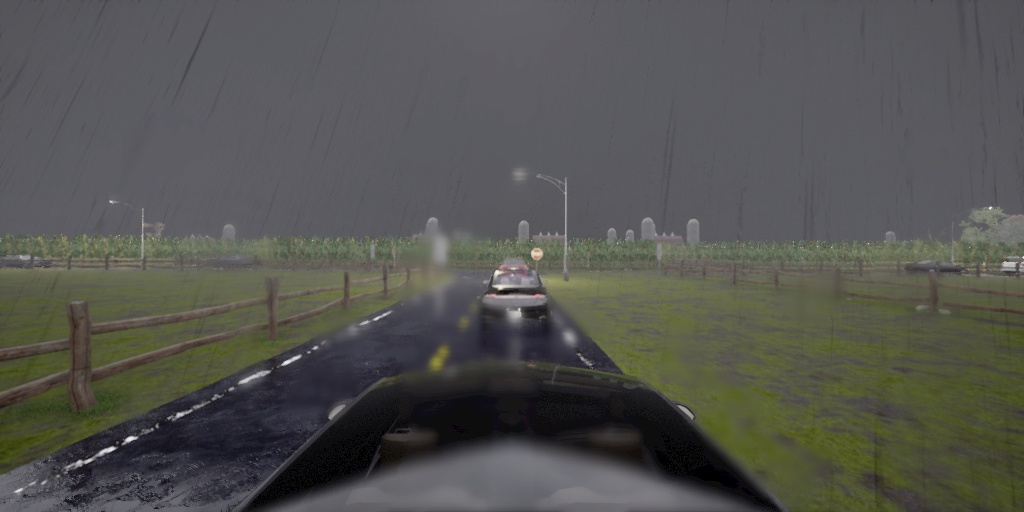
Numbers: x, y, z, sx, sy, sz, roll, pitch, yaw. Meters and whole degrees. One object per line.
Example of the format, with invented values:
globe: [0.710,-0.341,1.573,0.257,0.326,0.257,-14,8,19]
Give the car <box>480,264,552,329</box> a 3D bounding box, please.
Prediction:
car: [0.095,1.159,10.868,2.128,1.511,4.902,0,1,0]

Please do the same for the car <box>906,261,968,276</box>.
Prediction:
car: [44.143,1.253,37.251,5.008,1.535,1.882,1,0,1]

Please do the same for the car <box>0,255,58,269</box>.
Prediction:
car: [-51.458,0.615,37.783,5.357,1.411,2.033,0,0,0]

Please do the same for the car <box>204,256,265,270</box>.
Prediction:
car: [-29.032,0.751,37.574,5.357,1.411,2.033,0,0,0]

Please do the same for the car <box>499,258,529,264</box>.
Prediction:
car: [0.144,0.891,24.665,2.097,1.767,4.553,0,1,2]
